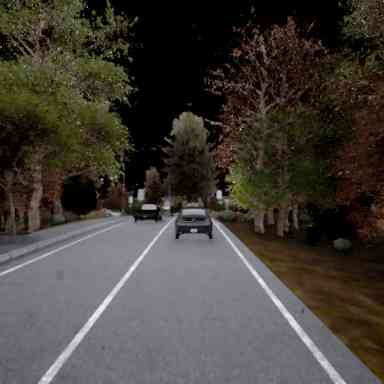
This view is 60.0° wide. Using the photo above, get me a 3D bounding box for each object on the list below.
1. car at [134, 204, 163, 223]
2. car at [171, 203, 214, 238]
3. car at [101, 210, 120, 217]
[{"bbox_3d":[-3.574,1.713,27.936,1.882,1.535,5.008,0,-2,0],"label":"car"},{"bbox_3d":[0.090,1.537,17.677,1.837,1.490,4.892,0,0,0],"label":"car"},{"bbox_3d":[-18.557,5.040,76.077,2.150,2.045,5.566,-2,-5,20],"label":"car"}]
